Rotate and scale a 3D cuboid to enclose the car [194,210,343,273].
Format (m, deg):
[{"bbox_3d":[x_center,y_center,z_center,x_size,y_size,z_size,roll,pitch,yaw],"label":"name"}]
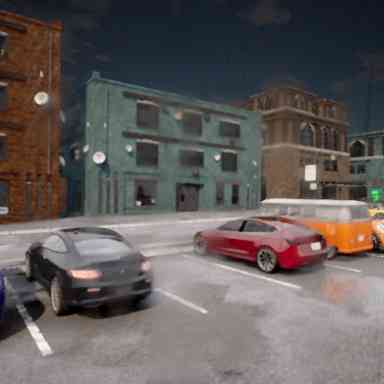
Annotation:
[{"bbox_3d":[2.002,1.518,10.909,2.163,1.488,4.792,0,0,-35],"label":"car"}]

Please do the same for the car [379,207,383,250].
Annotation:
[{"bbox_3d":[6.533,1.367,14.143,2.185,1.767,4.553,0,0,-35],"label":"car"}]

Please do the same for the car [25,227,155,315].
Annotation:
[{"bbox_3d":[-2.512,1.523,7.651,2.002,1.452,4.674,0,0,-35],"label":"car"}]

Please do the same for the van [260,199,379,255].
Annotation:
[{"bbox_3d":[4.268,1.265,12.633,1.878,1.987,4.442,0,0,-36],"label":"van"}]

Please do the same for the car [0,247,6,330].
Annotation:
[{"bbox_3d":[-4.797,1.354,6.062,2.185,1.767,4.553,0,0,-35],"label":"car"}]
